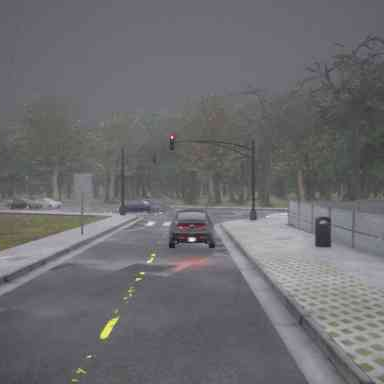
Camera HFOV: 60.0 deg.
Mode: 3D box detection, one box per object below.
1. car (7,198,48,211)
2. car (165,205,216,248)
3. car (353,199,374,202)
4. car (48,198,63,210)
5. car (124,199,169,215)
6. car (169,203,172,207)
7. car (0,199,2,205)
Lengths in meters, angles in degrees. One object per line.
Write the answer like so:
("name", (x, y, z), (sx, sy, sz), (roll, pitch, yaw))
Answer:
("car", (-20.528, 1.515, 40.866), (4.892, 1.490, 1.837), (0, 0, 23))
("car", (0.001, 1.508, 14.736), (1.837, 1.490, 4.892), (0, 0, 0))
("car", (16.206, 1.466, 32.282), (4.902, 1.511, 2.128), (0, 0, 22))
("car", (-19.156, 1.548, 43.813), (4.674, 1.442, 1.812), (0, 0, 23))
("car", (-5.138, 1.518, 34.228), (4.674, 1.442, 1.812), (0, 0, 23))
("car", (-4.478, 1.495, 37.480), (4.902, 1.511, 2.128), (0, 0, 23))
("car", (-35.346, 1.554, 58.036), (4.902, 1.511, 2.128), (0, 0, 24))
